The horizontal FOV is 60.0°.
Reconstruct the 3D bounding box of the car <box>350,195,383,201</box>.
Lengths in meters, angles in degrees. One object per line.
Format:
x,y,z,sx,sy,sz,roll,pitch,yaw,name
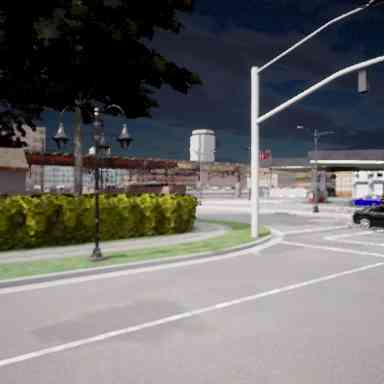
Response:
23.744,1.219,45.154,2.242,1.667,4.611,0,0,-35,car

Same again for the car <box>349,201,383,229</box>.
11.810,1.540,19.143,1.837,1.490,4.892,0,1,-35,car
